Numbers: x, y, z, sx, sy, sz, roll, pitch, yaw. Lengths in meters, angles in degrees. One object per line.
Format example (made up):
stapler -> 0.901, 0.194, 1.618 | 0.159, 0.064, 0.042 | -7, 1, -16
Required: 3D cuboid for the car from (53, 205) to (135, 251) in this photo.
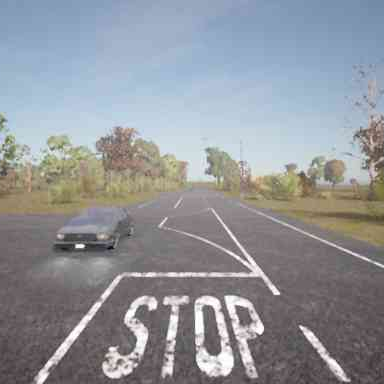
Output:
car -> -3.495, 1.243, 13.034 | 2.033, 1.411, 5.357 | 0, 2, 0
